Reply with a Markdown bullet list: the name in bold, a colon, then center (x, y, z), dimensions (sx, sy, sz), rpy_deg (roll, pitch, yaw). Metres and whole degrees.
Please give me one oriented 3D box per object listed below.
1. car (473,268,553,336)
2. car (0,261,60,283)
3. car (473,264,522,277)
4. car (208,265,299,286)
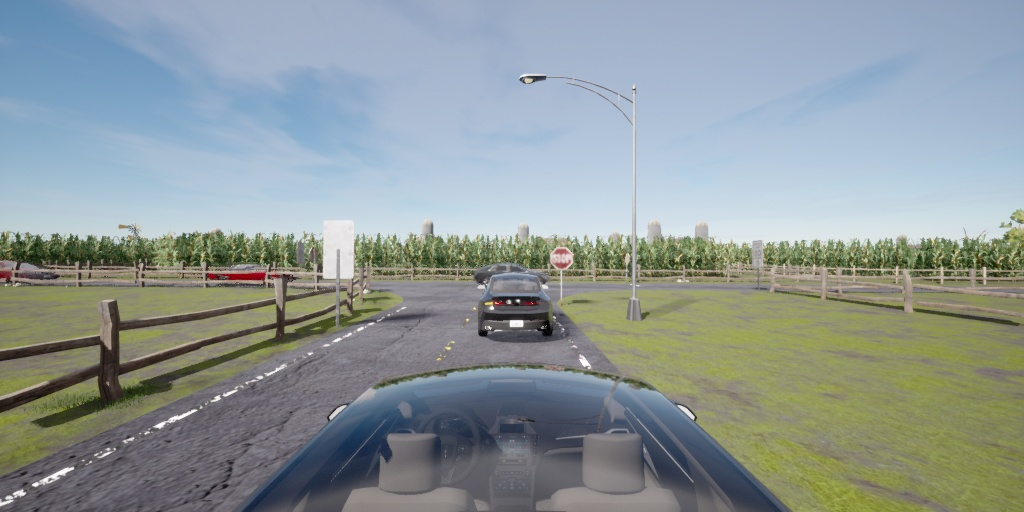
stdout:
- **car**: center (0.041, 1.257, 10.383), dimensions (1.837, 1.490, 4.892), rpy_deg (0, 0, -1)
- **car**: center (-32.379, 1.044, 23.199), dimensions (4.674, 1.442, 1.812), rpy_deg (0, -1, 0)
- **car**: center (-0.024, 1.267, 23.086), dimensions (4.892, 1.490, 1.837), rpy_deg (0, 0, 0)
- **car**: center (-16.511, 1.223, 23.145), dimensions (4.718, 1.301, 1.895), rpy_deg (0, -1, 0)
